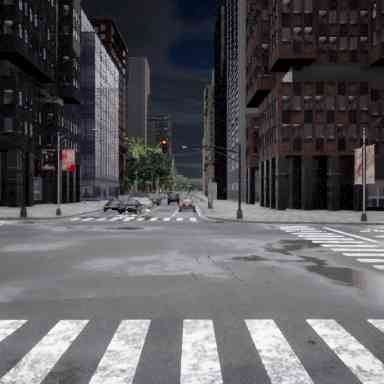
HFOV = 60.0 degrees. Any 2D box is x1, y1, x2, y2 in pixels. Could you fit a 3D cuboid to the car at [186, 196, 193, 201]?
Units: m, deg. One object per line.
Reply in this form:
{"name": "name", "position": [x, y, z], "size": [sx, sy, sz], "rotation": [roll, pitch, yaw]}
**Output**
{"name": "car", "position": [-0.806, 1.696, 93.246], "size": [1.887, 1.381, 4.507], "rotation": [0, 0, 0]}

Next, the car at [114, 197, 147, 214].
{"name": "car", "position": [-6.385, 1.547, 35.090], "size": [2.033, 1.411, 5.357], "rotation": [0, 0, 0]}

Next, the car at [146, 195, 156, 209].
{"name": "car", "position": [-6.433, 1.548, 45.316], "size": [1.812, 1.442, 4.674], "rotation": [0, 0, 0]}

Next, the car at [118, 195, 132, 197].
{"name": "car", "position": [-9.096, 1.335, 44.385], "size": [2.192, 1.841, 5.009], "rotation": [0, 0, 0]}

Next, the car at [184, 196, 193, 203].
{"name": "car", "position": [-0.701, 1.613, 71.717], "size": [1.752, 1.417, 4.829], "rotation": [0, 0, 0]}

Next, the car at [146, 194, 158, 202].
{"name": "car", "position": [-9.253, 1.417, 76.941], "size": [2.192, 1.841, 5.009], "rotation": [0, 0, 0]}

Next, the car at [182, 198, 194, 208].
{"name": "car", "position": [-0.596, 1.614, 49.847], "size": [1.802, 1.307, 4.206], "rotation": [0, 0, 0]}

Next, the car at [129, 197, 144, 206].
{"name": "car", "position": [-9.146, 1.570, 55.067], "size": [1.752, 1.417, 4.829], "rotation": [0, 0, 0]}

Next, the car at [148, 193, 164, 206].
{"name": "car", "position": [-6.472, 1.268, 55.959], "size": [2.150, 2.045, 5.566], "rotation": [0, 0, 0]}

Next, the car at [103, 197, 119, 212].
{"name": "car", "position": [-9.069, 1.574, 38.959], "size": [1.947, 1.339, 4.313], "rotation": [0, 0, 0]}

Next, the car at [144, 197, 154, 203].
{"name": "car", "position": [-9.226, 1.669, 71.515], "size": [1.802, 1.307, 4.206], "rotation": [0, 0, 0]}

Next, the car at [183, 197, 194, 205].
{"name": "car", "position": [-0.648, 1.603, 60.697], "size": [1.887, 1.381, 4.507], "rotation": [0, 0, 0]}

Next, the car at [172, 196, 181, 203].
{"name": "car", "position": [-3.468, 1.651, 75.398], "size": [1.994, 1.385, 4.181], "rotation": [0, 0, 0]}

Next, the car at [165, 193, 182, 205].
{"name": "car", "position": [-3.311, 1.279, 61.665], "size": [2.150, 2.045, 5.566], "rotation": [0, -1, 0]}

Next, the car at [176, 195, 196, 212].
{"name": "car", "position": [-0.544, 1.448, 38.997], "size": [1.967, 1.590, 4.097], "rotation": [0, 0, 0]}
